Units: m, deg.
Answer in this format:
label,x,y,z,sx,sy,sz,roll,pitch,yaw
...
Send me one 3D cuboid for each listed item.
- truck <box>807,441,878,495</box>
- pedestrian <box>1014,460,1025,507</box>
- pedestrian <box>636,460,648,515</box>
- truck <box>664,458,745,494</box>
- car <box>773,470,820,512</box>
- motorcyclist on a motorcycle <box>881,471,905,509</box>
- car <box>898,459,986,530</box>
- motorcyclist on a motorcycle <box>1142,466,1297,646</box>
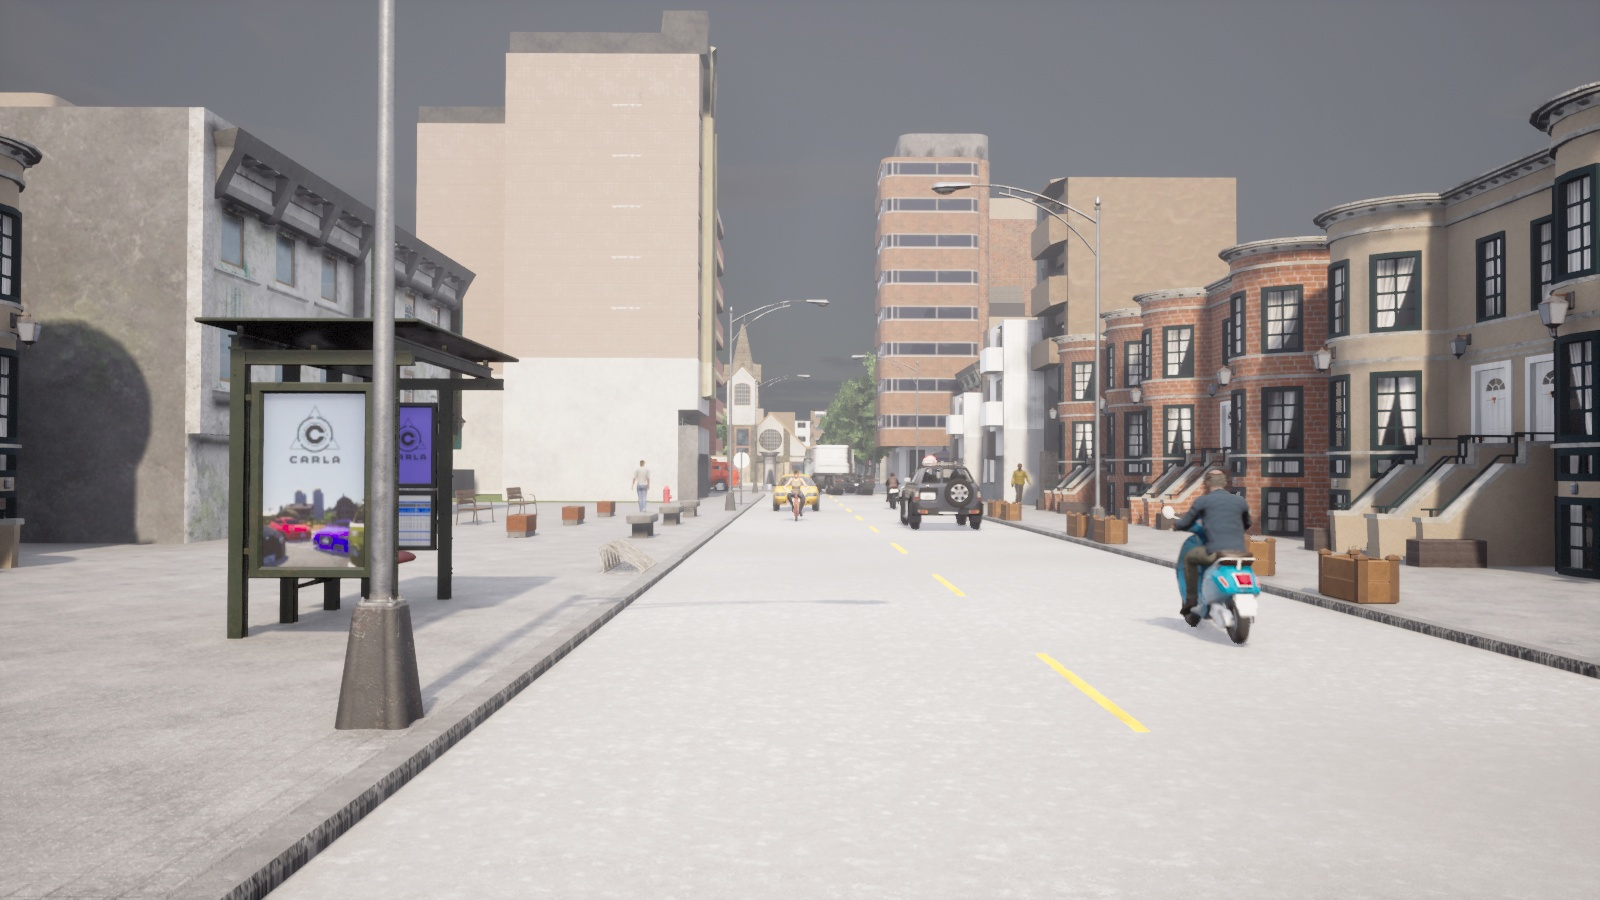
label,x,y,z,sx,sy,sz,roll,pitch,yaw
truck,2.761,1.246,84.944,2.891,3.462,7.936,0,-1,-13
pedestrian,8.602,1.314,49.196,0.370,1.835,0.726,0,-1,6
pedestrian,-5.260,1.246,41.803,0.354,1.836,0.706,0,-1,-11
truck,-6.721,1.843,88.829,5.204,2.467,2.627,0,-2,8
car,-0.145,1.594,50.172,1.801,1.575,5.366,0,-1,0
motorcyclist on a motorcycle,3.846,1.654,52.075,0.797,1.523,2.044,0,-1,0
car,3.912,1.208,35.352,1.932,1.855,4.605,0,-1,0
motorcyclist on a motorcycle,3.970,0.954,12.058,0.866,1.590,1.817,0,-1,0
